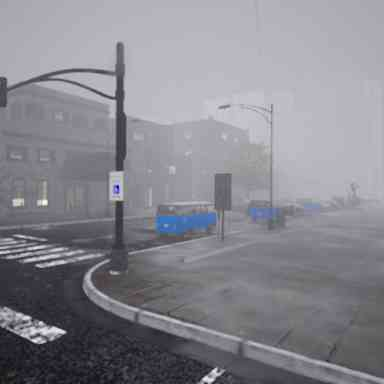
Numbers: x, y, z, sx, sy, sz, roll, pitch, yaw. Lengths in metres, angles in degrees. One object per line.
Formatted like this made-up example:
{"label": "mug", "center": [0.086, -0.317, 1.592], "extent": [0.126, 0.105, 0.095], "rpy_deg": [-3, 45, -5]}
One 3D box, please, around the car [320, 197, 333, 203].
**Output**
{"label": "car", "center": [31.047, 1.785, 76.767], "extent": [1.947, 1.339, 4.313], "rpy_deg": [0, 0, 35]}

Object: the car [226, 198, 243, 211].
{"label": "car", "center": [5.657, 1.499, 40.621], "extent": [1.967, 1.590, 4.097], "rpy_deg": [0, 0, 35]}

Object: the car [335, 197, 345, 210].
{"label": "car", "center": [18.850, 1.725, 44.825], "extent": [1.947, 1.339, 4.313], "rpy_deg": [0, 0, 35]}

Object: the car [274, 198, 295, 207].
{"label": "car", "center": [15.178, 1.658, 54.175], "extent": [1.887, 1.381, 4.507], "rpy_deg": [0, 0, 35]}

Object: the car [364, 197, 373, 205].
{"label": "car", "center": [34.721, 1.805, 67.417], "extent": [1.887, 1.381, 4.507], "rpy_deg": [0, 0, 35]}

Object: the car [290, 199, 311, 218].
{"label": "car", "center": [9.328, 1.651, 31.269], "extent": [1.887, 1.381, 4.507], "rpy_deg": [0, 0, 35]}

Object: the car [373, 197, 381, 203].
{"label": "car", "center": [44.243, 1.895, 80.972], "extent": [1.947, 1.339, 4.313], "rpy_deg": [0, 0, 35]}

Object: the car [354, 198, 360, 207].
{"label": "car", "center": [25.200, 1.512, 53.863], "extent": [2.192, 1.841, 5.009], "rpy_deg": [0, 0, 35]}

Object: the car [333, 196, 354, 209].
{"label": "car", "center": [22.026, 1.493, 49.344], "extent": [2.192, 1.841, 5.009], "rpy_deg": [0, 0, 35]}

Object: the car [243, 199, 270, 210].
{"label": "car", "center": [8.830, 1.621, 45.139], "extent": [1.887, 1.381, 4.507], "rpy_deg": [0, 0, 35]}

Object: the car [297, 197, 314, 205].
{"label": "car", "center": [21.526, 1.698, 63.212], "extent": [1.887, 1.381, 4.507], "rpy_deg": [0, 0, 35]}

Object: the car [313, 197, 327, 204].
{"label": "car", "center": [27.775, 1.721, 72.109], "extent": [1.752, 1.417, 4.829], "rpy_deg": [0, 0, 35]}

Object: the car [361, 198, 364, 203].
{"label": "car", "center": [28.471, 1.744, 58.520], "extent": [1.752, 1.417, 4.829], "rpy_deg": [0, 0, 35]}

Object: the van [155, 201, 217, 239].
{"label": "van", "center": [-0.193, 1.403, 17.715], "extent": [1.690, 1.788, 3.998], "rpy_deg": [0, 0, 35]}

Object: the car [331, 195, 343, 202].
{"label": "car", "center": [37.396, 1.705, 85.803], "extent": [1.967, 1.590, 4.097], "rpy_deg": [0, 0, 35]}

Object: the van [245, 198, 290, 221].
{"label": "van", "center": [6.155, 1.432, 26.752], "extent": [1.690, 1.788, 3.998], "rpy_deg": [0, 0, 35]}

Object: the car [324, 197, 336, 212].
{"label": "car", "center": [15.775, 1.667, 40.446], "extent": [1.752, 1.417, 4.829], "rpy_deg": [0, 0, 35]}

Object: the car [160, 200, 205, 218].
{"label": "car", "center": [-0.790, 1.551, 31.444], "extent": [1.752, 1.417, 4.829], "rpy_deg": [0, 0, 35]}

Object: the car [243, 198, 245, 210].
{"label": "car", "center": [7.206, 1.439, 32.748], "extent": [2.097, 1.767, 4.553], "rpy_deg": [1, 0, 35]}

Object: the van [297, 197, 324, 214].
{"label": "van", "center": [12.503, 1.465, 35.788], "extent": [1.690, 1.788, 3.998], "rpy_deg": [0, 0, 35]}
